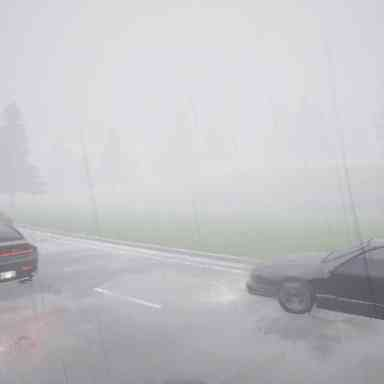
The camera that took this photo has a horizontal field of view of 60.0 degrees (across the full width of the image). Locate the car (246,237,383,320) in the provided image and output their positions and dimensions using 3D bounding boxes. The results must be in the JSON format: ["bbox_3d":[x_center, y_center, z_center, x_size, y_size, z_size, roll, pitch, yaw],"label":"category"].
[{"bbox_3d":[3.745,1.547,5.913,5.357,1.411,2.033,0,0,32],"label":"car"}]

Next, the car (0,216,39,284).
[{"bbox_3d":[-5.764,1.500,8.537,4.892,1.490,1.837,0,0,39],"label":"car"}]

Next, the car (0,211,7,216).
[{"bbox_3d":[-11.262,1.554,17.971,4.181,1.385,1.994,0,0,43],"label":"car"}]
